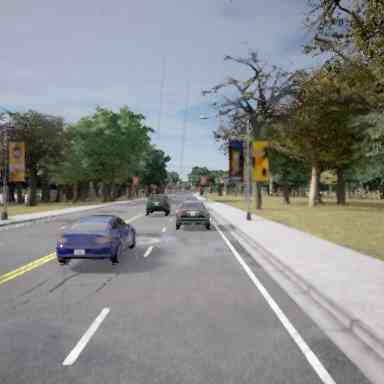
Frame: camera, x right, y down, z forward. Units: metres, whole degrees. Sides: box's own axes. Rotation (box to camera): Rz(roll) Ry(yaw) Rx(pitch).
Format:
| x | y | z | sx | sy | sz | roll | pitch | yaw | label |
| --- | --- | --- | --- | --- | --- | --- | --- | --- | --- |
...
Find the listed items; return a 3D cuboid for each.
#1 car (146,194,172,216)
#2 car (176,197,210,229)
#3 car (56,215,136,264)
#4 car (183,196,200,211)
| x | y | z | sx | sy | sz | roll | pitch | yaw | label |
| --- | --- | --- | --- | --- | --- | --- | --- | --- | --- |
| -3.278 | 1.236 | 33.186 | 2.150 | 2.045 | 5.566 | 0 | 0 | -1 | car |
| 0.045 | 1.360 | 21.899 | 2.097 | 1.767 | 4.553 | 0 | 0 | 0 | car |
| -3.169 | 1.529 | 11.660 | 1.812 | 1.442 | 4.674 | 0 | 0 | 0 | car |
| -0.084 | 1.373 | 42.416 | 2.097 | 1.767 | 4.553 | 0 | 0 | 0 | car |
